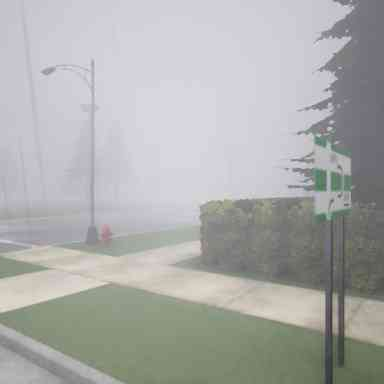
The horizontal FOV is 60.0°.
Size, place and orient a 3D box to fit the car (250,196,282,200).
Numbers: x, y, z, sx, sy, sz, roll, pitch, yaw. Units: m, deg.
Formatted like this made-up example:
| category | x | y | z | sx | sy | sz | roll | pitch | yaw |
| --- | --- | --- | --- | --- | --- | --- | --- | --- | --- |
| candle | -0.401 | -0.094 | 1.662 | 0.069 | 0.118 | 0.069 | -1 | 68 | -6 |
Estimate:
| category | x | y | z | sx | sy | sz | roll | pitch | yaw |
| --- | --- | --- | --- | --- | --- | --- | --- | --- | --- |
| car | 10.153 | 1.526 | 45.286 | 1.812 | 1.442 | 4.674 | 0 | 0 | 36 |

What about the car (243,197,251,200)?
| category | x | y | z | sx | sy | sz | roll | pitch | yaw |
| --- | --- | --- | --- | --- | --- | --- | --- | --- | --- |
| car | 10.515 | 1.547 | 57.659 | 2.033 | 1.411 | 5.357 | 0 | 0 | 38 |
